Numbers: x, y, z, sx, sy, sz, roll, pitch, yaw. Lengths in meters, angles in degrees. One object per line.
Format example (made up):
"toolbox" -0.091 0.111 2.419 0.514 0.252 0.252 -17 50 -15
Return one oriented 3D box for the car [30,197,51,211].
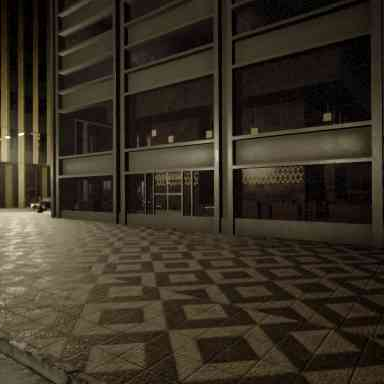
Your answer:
"car" -16.038 1.343 38.249 2.128 1.511 4.902 0 0 36
